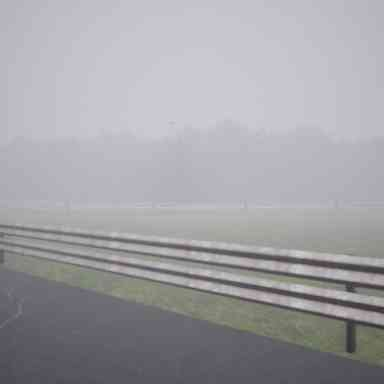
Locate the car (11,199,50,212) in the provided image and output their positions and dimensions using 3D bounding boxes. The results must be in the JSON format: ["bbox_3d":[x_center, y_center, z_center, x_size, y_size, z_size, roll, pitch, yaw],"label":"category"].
[{"bbox_3d":[-21.791,1.782,44.738,5.366,1.575,1.801,0,0,14],"label":"car"}]
